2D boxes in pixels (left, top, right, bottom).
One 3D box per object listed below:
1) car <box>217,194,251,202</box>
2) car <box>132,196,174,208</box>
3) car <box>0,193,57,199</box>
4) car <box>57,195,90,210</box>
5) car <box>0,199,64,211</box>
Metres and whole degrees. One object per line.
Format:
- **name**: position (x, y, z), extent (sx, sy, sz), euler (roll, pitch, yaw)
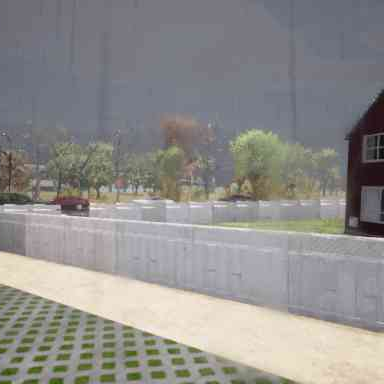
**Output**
- **car**: position (5.327, 1.040, 41.405), extent (4.674, 1.442, 1.812), euler (0, 2, -18)
- **car**: position (-4.586, 1.182, 38.100), extent (4.718, 1.301, 1.895), euler (0, 2, -18)
- **car**: position (-14.531, 1.121, 27.704), extent (5.566, 2.045, 2.150), euler (-1, 2, -18)
- **car**: position (-13.416, 1.125, 35.146), extent (5.008, 1.535, 1.882), euler (0, 2, -18)
- **car**: position (-12.375, 1.525, 25.012), extent (4.674, 1.442, 1.812), euler (-1, 2, -18)
